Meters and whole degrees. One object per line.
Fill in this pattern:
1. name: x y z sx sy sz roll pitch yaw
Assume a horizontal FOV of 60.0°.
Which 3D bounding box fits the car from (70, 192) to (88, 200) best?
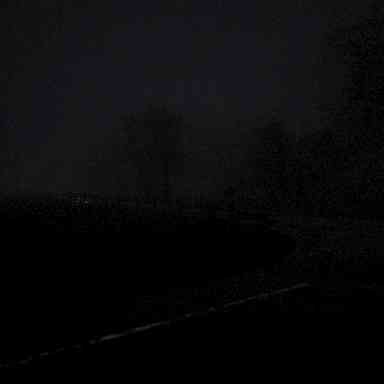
1. car: -19.184 0.635 55.875 2.033 1.411 5.357 -1 2 -36
